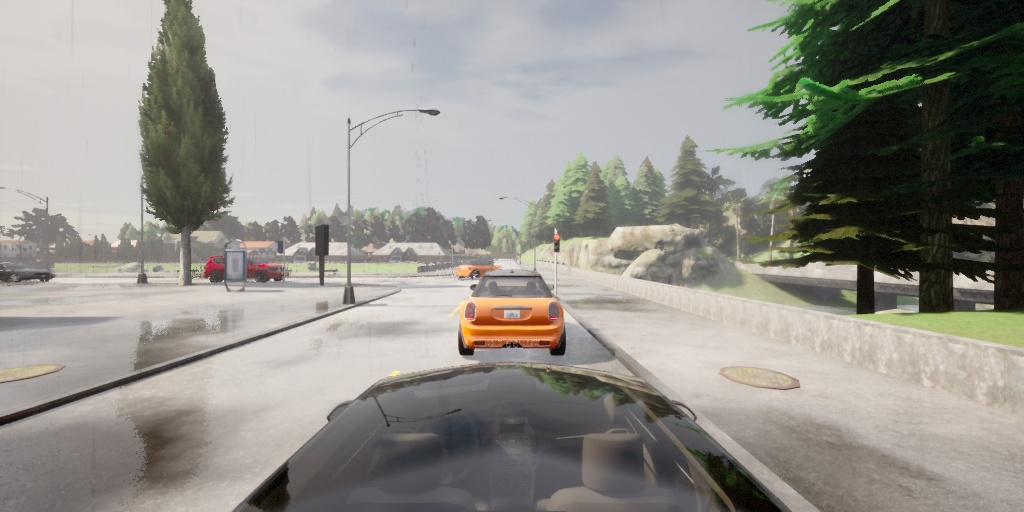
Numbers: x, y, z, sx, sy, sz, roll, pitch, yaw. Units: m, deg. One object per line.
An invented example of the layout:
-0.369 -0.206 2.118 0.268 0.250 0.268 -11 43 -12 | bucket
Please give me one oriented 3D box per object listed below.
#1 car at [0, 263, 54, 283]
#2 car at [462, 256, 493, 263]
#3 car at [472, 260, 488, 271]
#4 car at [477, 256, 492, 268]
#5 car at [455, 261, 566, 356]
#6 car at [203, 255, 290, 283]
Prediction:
-37.568 1.255 26.871 4.892 1.490 1.837 0 0 0 | car
-2.741 1.102 31.682 2.097 1.767 4.553 0 0 41 | car
-4.541 1.314 51.212 1.994 1.385 4.181 0 0 0 | car
-4.612 0.971 60.808 2.150 2.045 5.566 0 0 0 | car
-0.001 1.102 8.805 2.097 1.767 4.553 0 0 0 | car
-19.912 0.971 27.027 5.566 2.045 2.150 0 0 -1 | car
